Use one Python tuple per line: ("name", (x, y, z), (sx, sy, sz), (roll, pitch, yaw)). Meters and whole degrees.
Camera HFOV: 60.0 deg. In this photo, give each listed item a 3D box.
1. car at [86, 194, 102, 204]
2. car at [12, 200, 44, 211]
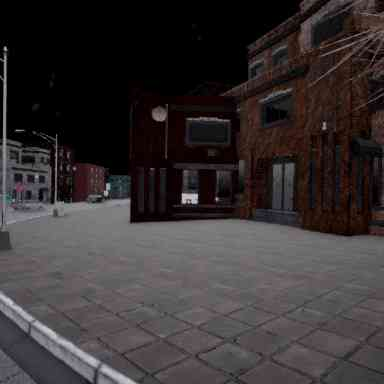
("car", (-20.811, 1.517, 70.979), (2.150, 2.045, 5.566), (1, 0, -1))
("car", (-20.633, 1.692, 41.965), (1.895, 1.301, 4.718), (1, 0, -1))
